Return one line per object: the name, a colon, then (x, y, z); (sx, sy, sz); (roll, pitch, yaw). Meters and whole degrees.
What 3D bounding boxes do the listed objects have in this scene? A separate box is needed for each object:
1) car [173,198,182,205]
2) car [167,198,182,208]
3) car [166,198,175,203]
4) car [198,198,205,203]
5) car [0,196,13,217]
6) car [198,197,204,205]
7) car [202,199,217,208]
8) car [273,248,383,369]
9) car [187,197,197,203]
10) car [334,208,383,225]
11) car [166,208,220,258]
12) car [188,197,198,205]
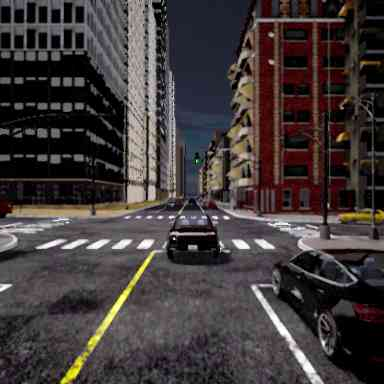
car: (-3.002, 2.035, 70.585); (1.812, 1.442, 4.674); (0, 0, 0)
car: (-3.074, 1.888, 55.000); (2.128, 1.511, 4.902); (0, 0, 0)
car: (-5.691, 2.209, 88.980); (2.008, 1.369, 4.403); (0, 0, 0)
car: (2.688, 2.285, 94.629); (1.802, 1.307, 4.206); (0, 0, 0)
car: (-17.694, 1.221, 27.865); (5.009, 1.841, 2.192); (1, -2, 0)
car: (2.689, 1.991, 60.739); (2.008, 1.369, 4.403); (0, 0, 0)
car: (2.740, 1.924, 47.822); (1.802, 1.307, 4.206); (0, 0, 0)
car: (2.691, 1.607, 5.800); (1.947, 1.339, 4.313); (0, 0, 0)
car: (-0.001, 1.948, 80.424); (2.128, 1.511, 4.902); (0, 0, 0)
car: (14.642, 2.030, 28.138); (4.829, 1.417, 1.752); (1, -2, 0)
car: (0.053, 1.584, 13.145); (2.128, 1.511, 4.902); (0, 0, 1)
car: (-0.002, 2.002, 70.005); (1.837, 1.490, 4.892); (0, 0, 0)
